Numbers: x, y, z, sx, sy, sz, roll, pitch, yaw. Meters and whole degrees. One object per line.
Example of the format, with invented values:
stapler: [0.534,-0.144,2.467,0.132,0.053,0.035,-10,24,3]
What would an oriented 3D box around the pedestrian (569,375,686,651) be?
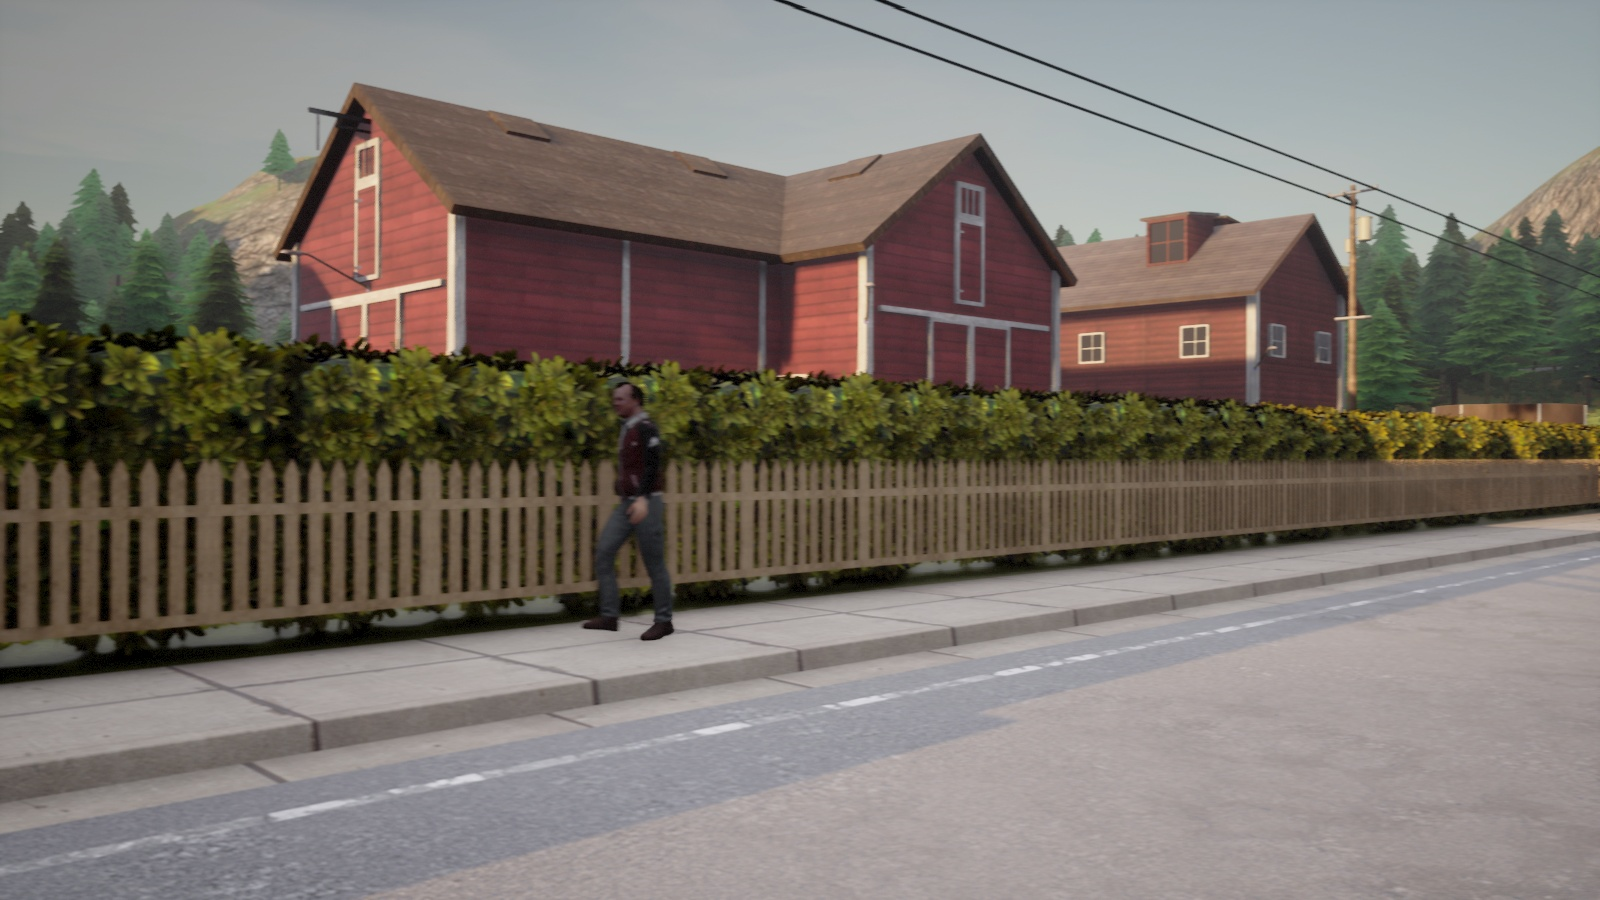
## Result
pedestrian: [-1.205,0.421,8.791,0.720,1.854,0.376,0,0,-36]
